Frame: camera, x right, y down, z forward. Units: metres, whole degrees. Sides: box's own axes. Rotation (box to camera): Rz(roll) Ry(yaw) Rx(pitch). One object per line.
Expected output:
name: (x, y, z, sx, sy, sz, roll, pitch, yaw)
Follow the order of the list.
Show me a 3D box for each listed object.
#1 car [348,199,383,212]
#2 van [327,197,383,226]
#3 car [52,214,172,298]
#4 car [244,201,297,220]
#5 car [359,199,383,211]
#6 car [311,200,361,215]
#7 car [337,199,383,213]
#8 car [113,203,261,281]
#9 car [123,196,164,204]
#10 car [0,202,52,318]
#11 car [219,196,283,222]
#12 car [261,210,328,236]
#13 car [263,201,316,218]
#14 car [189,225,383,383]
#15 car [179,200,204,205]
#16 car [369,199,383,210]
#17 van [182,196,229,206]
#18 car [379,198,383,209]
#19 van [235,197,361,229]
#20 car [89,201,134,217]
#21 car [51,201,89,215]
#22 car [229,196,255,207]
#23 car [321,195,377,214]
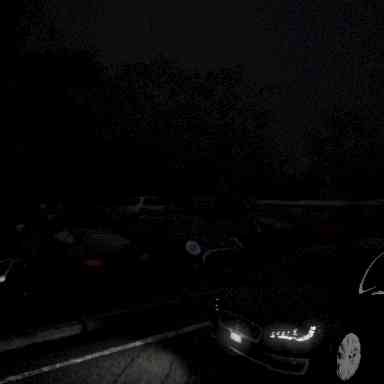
car: (23.271, 1.718, 43.219, 2.097, 1.535, 5.008, 0, 0, -36)
van: (6.387, 1.372, 15.233, 1.878, 1.987, 4.442, 1, 0, -36)
car: (-2.672, 1.541, 8.620, 2.002, 1.452, 4.674, 1, 0, -36)
car: (7.438, 1.706, 31.945, 2.163, 1.488, 4.792, 0, 0, -36)
car: (25.530, 1.721, 44.832, 2.231, 1.521, 4.892, 0, 0, -36)
car: (16.501, 1.712, 38.372, 2.231, 1.521, 4.892, 0, 0, -36)
car: (21.012, 1.715, 41.606, 2.097, 1.535, 5.008, 0, 0, -36)
car: (-0.408, 1.399, 10.277, 2.185, 1.767, 4.553, 1, 0, -36)
car: (-3.856, 1.318, 23.884, 2.435, 2.045, 5.566, 1, 0, -36)
car: (-4.936, 1.225, 6.972, 2.435, 2.045, 5.566, 1, 0, -36)
car: (5.214, 1.408, 30.288, 2.435, 2.045, 5.566, 0, 0, -36)
car: (1.894, 1.550, 11.875, 2.231, 1.521, 4.892, 1, 0, -36)
car: (9.737, 1.722, 33.515, 2.163, 1.488, 4.792, 0, 0, -36)
car: (2.517, 1.546, 5.473, 4.892, 1.490, 1.837, 1, 0, -35)
car: (-1.690, 1.590, 25.623, 1.946, 1.575, 5.366, 1, 0, -36)
car: (27.775, 1.751, 46.463, 2.163, 1.488, 4.792, 0, 0, -36)
van: (0.610, 1.391, 27.180, 1.878, 1.987, 4.442, 1, 0, -36)
car: (30.159, 1.721, 47.901, 1.946, 1.575, 5.366, 0, 0, -36)
van: (4.106, 1.347, 13.605, 1.878, 1.987, 4.442, 1, 0, -36)
car: (-6.084, 1.575, 22.223, 2.163, 1.488, 4.792, 1, 0, -36)
car: (-8.377, 1.396, 20.659, 2.185, 1.767, 4.553, 1, 0, -36)
car: (2.921, 1.390, 28.721, 2.435, 2.045, 5.566, 1, 0, -36)
car: (18.772, 1.462, 39.966, 2.435, 2.045, 5.566, 0, 0, -36)
